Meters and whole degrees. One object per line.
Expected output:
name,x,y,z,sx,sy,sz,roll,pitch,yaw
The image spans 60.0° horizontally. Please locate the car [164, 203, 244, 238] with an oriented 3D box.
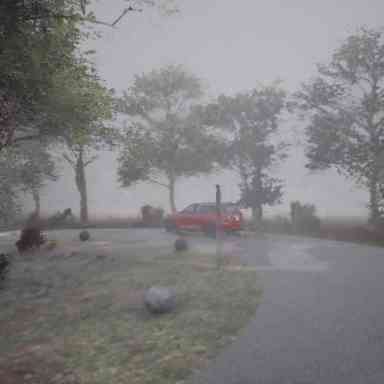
car,0.679,1.724,21.203,5.566,2.045,2.150,-2,-3,43
